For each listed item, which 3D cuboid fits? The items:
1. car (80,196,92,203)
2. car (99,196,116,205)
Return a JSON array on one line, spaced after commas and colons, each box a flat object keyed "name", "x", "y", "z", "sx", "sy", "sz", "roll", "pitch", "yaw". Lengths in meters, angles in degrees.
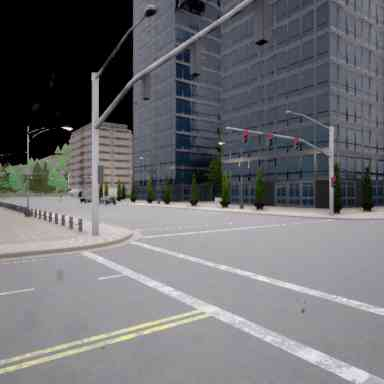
[{"name": "car", "x": -20.624, "y": 1.492, "z": 65.715, "sx": 2.033, "sy": 1.411, "sz": 5.357, "roll": 0, "pitch": 0, "yaw": -33}, {"name": "car", "x": -14.656, "y": 1.449, "z": 57.203, "sx": 1.837, "sy": 1.490, "sz": 4.892, "roll": 0, "pitch": 0, "yaw": -35}]
